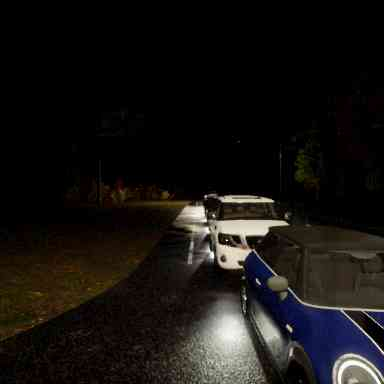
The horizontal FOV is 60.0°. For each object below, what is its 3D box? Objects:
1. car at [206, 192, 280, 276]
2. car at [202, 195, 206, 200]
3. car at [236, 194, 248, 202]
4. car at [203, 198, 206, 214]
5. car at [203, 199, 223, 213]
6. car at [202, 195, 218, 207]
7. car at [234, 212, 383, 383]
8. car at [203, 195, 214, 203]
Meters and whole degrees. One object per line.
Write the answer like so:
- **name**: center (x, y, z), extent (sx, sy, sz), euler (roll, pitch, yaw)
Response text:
- **car**: center (1.699, 1.160, 10.514), extent (2.150, 2.045, 5.566), euler (0, 0, 1)
- **car**: center (2.055, 1.322, 29.357), extent (1.882, 1.535, 5.008), euler (0, 0, 1)
- **car**: center (9.762, 1.184, 65.548), extent (1.812, 1.442, 4.674), euler (0, 0, 1)
- **car**: center (1.934, 1.380, 23.102), extent (1.837, 1.490, 4.892), euler (0, 0, 1)
- **car**: center (2.176, 1.415, 35.445), extent (1.895, 1.301, 4.718), euler (0, 0, 1)
- **car**: center (2.420, 1.250, 46.453), extent (2.128, 1.511, 4.902), euler (0, 0, 1)
- **car**: center (1.937, 1.338, 4.168), extent (2.097, 1.767, 4.553), euler (0, 0, 0)
- **car**: center (3.000, 1.246, 60.977), extent (1.994, 1.385, 4.181), euler (0, 0, 3)
